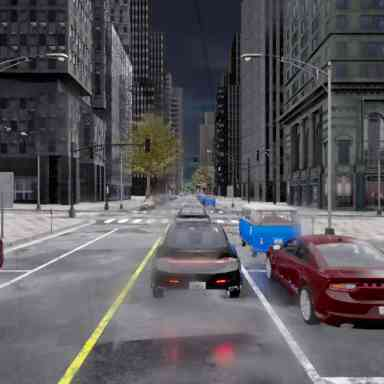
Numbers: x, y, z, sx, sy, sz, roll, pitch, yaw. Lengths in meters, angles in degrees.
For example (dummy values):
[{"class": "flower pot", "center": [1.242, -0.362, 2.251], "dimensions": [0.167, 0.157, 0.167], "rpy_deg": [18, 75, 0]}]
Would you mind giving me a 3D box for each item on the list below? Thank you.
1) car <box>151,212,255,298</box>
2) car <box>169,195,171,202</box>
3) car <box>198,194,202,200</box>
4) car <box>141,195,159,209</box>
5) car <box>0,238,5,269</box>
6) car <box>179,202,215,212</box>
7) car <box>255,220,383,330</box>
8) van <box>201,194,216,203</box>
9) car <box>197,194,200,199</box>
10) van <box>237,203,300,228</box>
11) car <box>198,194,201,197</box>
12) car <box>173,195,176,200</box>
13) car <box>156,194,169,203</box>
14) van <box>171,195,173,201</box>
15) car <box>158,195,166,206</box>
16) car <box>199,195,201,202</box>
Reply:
[{"class": "car", "center": [0.085, 1.493, 8.486], "dimensions": [2.128, 1.511, 4.902], "rpy_deg": [0, 0, 0]}, {"class": "car", "center": [-5.891, 1.594, 66.203], "dimensions": [2.008, 1.369, 4.403], "rpy_deg": [0, 0, 0]}, {"class": "car", "center": [2.644, 1.582, 61.286], "dimensions": [1.887, 1.381, 4.507], "rpy_deg": [0, 0, 0]}, {"class": "car", "center": [-5.855, 1.547, 44.875], "dimensions": [1.752, 1.417, 4.829], "rpy_deg": [0, 0, 0]}, {"class": "car", "center": [-5.790, 1.545, 6.952], "dimensions": [1.887, 1.381, 4.507], "rpy_deg": [0, 0, 0]}, {"class": "car", "center": [0.050, 1.496, 17.875], "dimensions": [2.128, 1.511, 4.902], "rpy_deg": [0, 0, 1]}, {"class": "car", "center": [2.765, 1.546, 6.950], "dimensions": [1.887, 1.381, 4.507], "rpy_deg": [0, 0, 0]}, {"class": "van", "center": [2.666, 1.367, 50.460], "dimensions": [1.690, 1.788, 3.998], "rpy_deg": [0, 0, 0]}, {"class": "car", "center": [2.622, 1.602, 72.113], "dimensions": [2.008, 1.369, 4.403], "rpy_deg": [0, 0, 0]}, {"class": "van", "center": [2.755, 1.343, 12.476], "dimensions": [1.690, 1.788, 3.998], "rpy_deg": [0, 0, 0]}, {"class": "car", "center": [2.633, 1.626, 66.700], "dimensions": [1.802, 1.307, 4.206], "rpy_deg": [0, 0, 0]}, {"class": "car", "center": [-5.933, 1.639, 87.358], "dimensions": [1.947, 1.339, 4.313], "rpy_deg": [0, 0, 0]}, {"class": "car", "center": [-5.880, 1.352, 60.914], "dimensions": [2.192, 1.841, 5.009], "rpy_deg": [0, 0, 0]}, {"class": "van", "center": [-5.912, 1.398, 76.781], "dimensions": [1.690, 1.788, 3.998], "rpy_deg": [0, 0, 0]}, {"class": "car", "center": [-5.870, 1.576, 55.625], "dimensions": [1.887, 1.381, 4.507], "rpy_deg": [0, 0, 0]}, {"class": "car", "center": [2.654, 1.597, 55.873], "dimensions": [1.947, 1.339, 4.313], "rpy_deg": [0, 0, 0]}]
